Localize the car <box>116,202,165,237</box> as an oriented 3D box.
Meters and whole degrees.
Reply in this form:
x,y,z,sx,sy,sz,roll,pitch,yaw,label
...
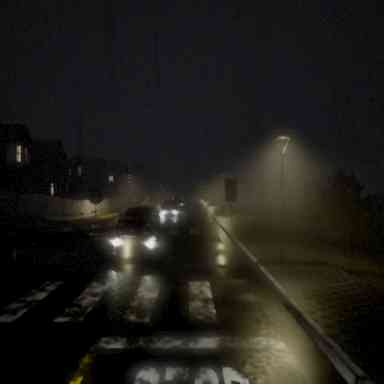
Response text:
x,y,z,sx,sy,sz,roll,pitch,yaw,label
-2.761,1.519,18.016,1.882,1.535,5.008,1,0,0,car

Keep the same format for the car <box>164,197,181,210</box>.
x,y,z,sx,sy,sz,roll,pitch,yaw,label
-2.790,1.625,42.635,1.895,1.301,4.718,0,0,0,car

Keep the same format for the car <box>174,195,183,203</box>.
x,y,z,sx,sy,sz,roll,pitch,yaw,label
-2.812,1.382,66.649,2.097,1.767,4.553,0,-1,0,car
